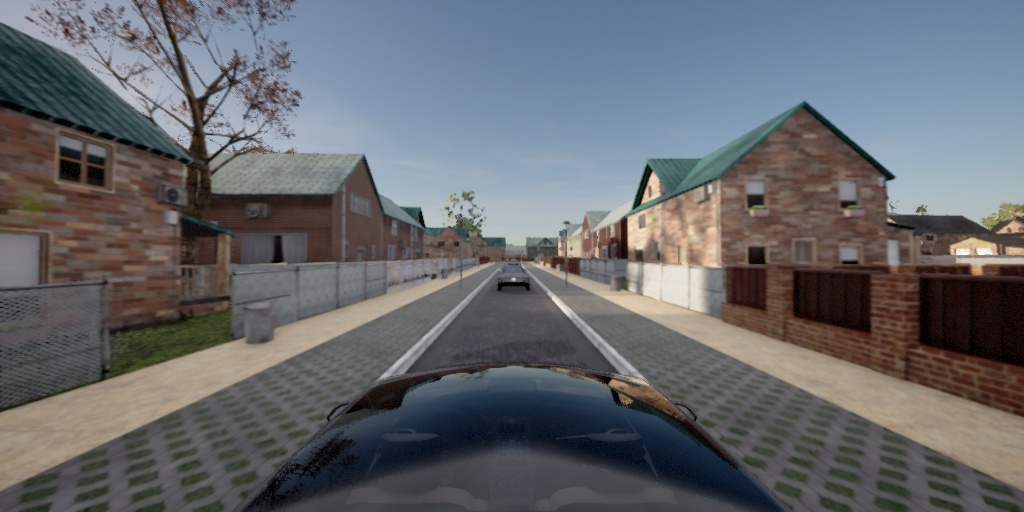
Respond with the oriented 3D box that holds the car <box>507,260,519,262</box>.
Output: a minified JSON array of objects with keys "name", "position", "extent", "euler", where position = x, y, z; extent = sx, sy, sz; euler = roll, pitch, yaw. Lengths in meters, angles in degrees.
[{"name":"car","position":[0.108,1.208,39.365],"extent":[2.128,1.511,4.902],"euler":[0,0,0]}]

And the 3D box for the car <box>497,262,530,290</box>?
[{"name":"car","position":[0.106,1.294,22.523],"extent":[1.994,1.385,4.181],"euler":[0,0,0]}]
